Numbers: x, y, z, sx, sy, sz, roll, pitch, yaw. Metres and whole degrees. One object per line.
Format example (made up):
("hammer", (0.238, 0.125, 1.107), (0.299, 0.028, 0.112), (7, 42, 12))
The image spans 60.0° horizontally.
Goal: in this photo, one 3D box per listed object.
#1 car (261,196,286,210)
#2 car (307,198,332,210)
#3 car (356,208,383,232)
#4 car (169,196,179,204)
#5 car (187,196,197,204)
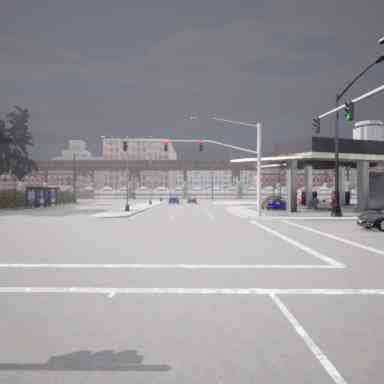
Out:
("car", (9.716, 1.295, 39.746), (2.242, 1.667, 4.611), (0, 0, 0))
("car", (15.461, 1.456, 40.508), (1.970, 1.475, 3.806), (0, 0, 0))
("car", (12.294, 1.505, 19.583), (4.892, 1.490, 1.837), (0, 0, -1))
("car", (-3.490, 1.478, 64.424), (1.882, 1.535, 5.008), (0, 0, 0))
("car", (0.010, 1.547, 64.423), (2.033, 1.411, 5.357), (0, 0, 0))
